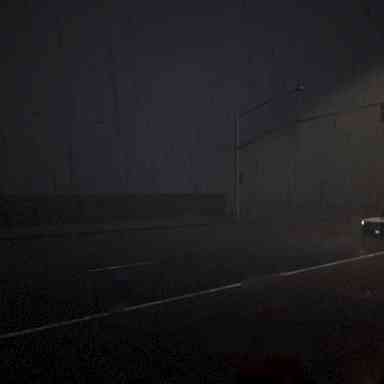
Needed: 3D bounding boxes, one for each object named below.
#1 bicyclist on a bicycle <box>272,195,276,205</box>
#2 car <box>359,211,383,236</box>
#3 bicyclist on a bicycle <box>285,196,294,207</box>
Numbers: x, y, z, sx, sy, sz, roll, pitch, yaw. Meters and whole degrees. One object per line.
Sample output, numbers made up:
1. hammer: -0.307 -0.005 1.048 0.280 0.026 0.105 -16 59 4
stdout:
1. bicyclist on a bicycle: 13.481 1.280 54.438 0.582 1.620 1.656 0 0 21
2. car: 10.604 1.592 17.102 4.718 1.301 1.895 0 0 -36
3. bicyclist on a bicycle: 14.481 1.434 49.530 1.656 1.620 0.582 0 0 -23
